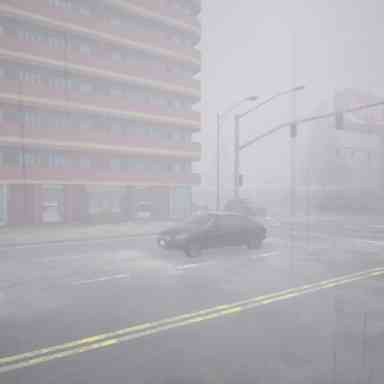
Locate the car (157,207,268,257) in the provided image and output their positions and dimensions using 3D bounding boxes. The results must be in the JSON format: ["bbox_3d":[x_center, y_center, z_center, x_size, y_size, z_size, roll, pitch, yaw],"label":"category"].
[{"bbox_3d":[0.905,1.526,12.968,4.674,1.442,1.812,0,0,-34],"label":"car"}]

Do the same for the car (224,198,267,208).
[{"bbox_3d":[5.203,1.352,32.370,2.097,1.767,4.553,0,0,-34],"label":"car"}]

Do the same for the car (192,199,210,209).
[{"bbox_3d":[0.223,1.526,39.793,1.812,1.442,4.674,0,0,-34],"label":"car"}]

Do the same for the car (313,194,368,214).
[{"bbox_3d":[15.662,1.221,35.399,2.150,2.045,5.566,-1,0,-33],"label":"car"}]
